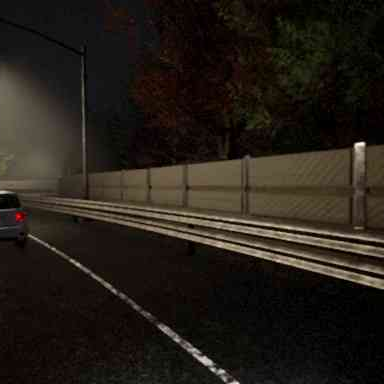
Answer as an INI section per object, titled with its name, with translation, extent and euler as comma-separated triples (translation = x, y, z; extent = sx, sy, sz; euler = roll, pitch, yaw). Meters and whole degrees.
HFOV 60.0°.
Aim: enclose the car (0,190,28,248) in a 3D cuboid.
[car]
translation = -7.797, 0.956, 12.480
extent = 2.150, 2.045, 5.566
euler = -2, 2, -38
